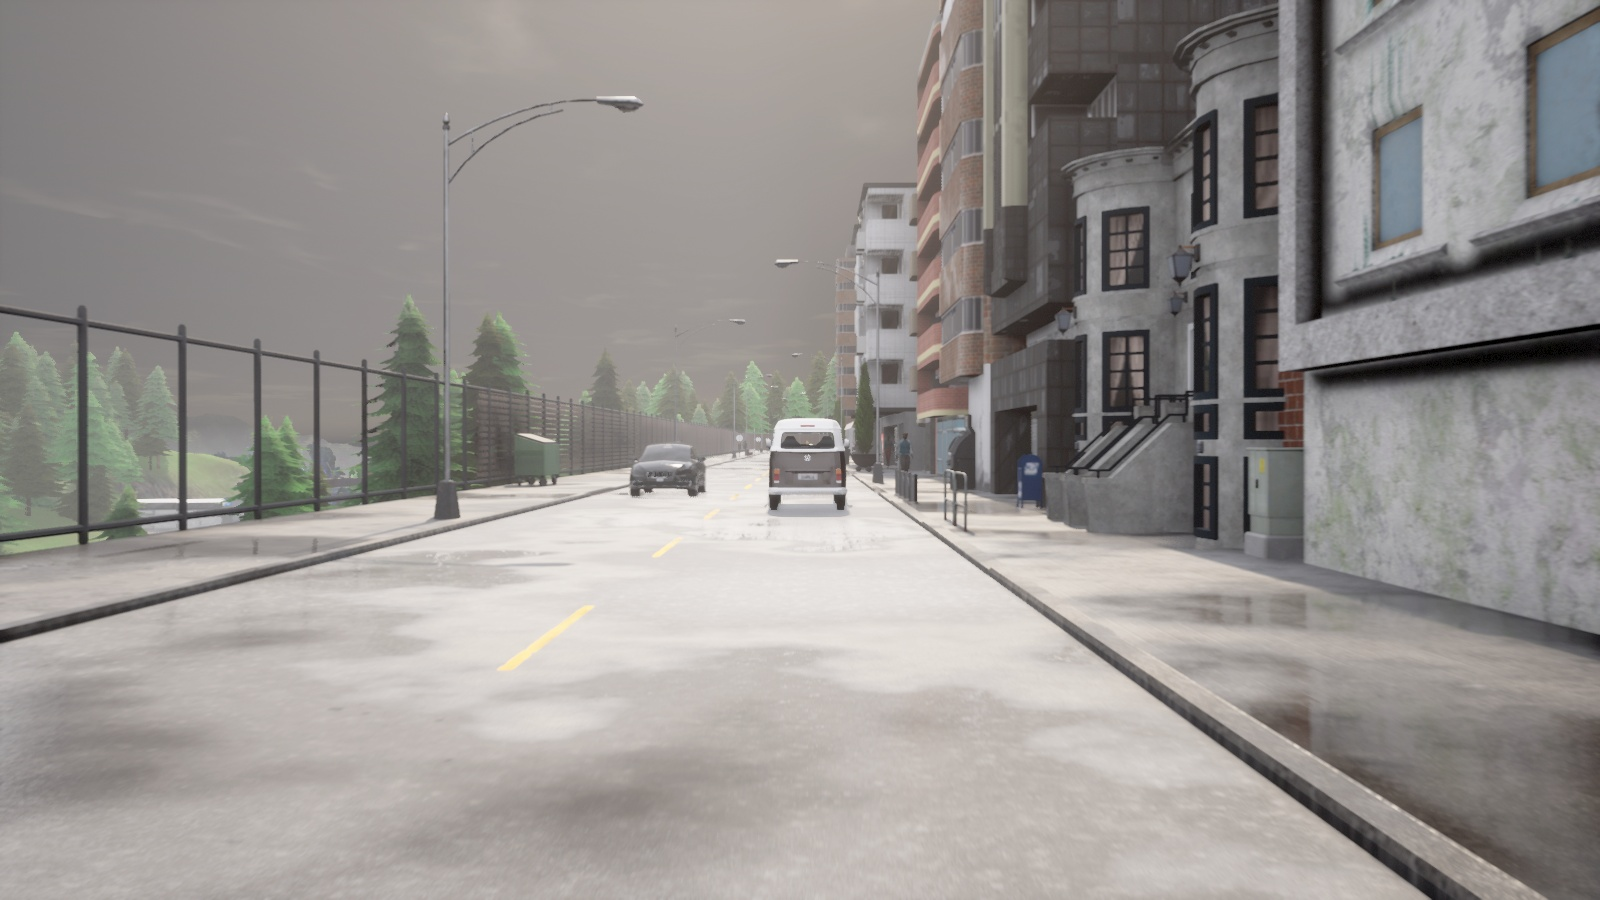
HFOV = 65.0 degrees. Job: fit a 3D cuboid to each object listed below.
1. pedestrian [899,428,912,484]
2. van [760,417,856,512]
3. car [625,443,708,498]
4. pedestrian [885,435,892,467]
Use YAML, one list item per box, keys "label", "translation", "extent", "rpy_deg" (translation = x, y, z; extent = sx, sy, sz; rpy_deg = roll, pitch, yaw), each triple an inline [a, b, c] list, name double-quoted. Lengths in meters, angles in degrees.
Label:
- label: "pedestrian"
  translation: [3.695, 0.210, 44.176]
  extent: [0.396, 1.930, 0.692]
  rpy_deg: [0, 0, -1]
- label: "van"
  translation: [0.178, 0.305, 29.342]
  extent: [2.069, 2.038, 4.480]
  rpy_deg: [0, 0, 0]
- label: "car"
  translation: [-3.782, 0.544, 36.266]
  extent: [1.837, 1.490, 4.892]
  rpy_deg: [0, 0, 0]
- label: "pedestrian"
  translation: [5.110, 0.052, 72.528]
  extent: [0.353, 1.847, 0.614]
  rpy_deg: [0, 0, 10]
